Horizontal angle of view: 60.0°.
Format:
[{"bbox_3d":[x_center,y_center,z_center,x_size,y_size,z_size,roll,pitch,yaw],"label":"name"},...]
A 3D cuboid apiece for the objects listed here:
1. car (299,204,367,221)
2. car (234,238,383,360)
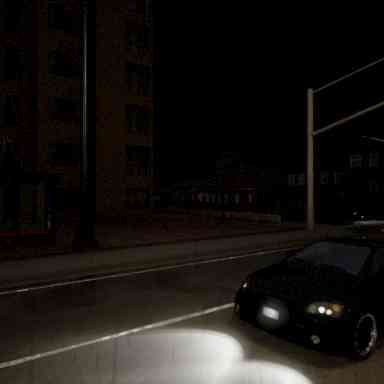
[{"bbox_3d":[11.709,1.752,28.098,2.033,1.411,5.357,0,-5,-36],"label":"car"},{"bbox_3d":[2.760,1.564,5.963,4.181,1.385,1.994,0,0,-36],"label":"car"}]
